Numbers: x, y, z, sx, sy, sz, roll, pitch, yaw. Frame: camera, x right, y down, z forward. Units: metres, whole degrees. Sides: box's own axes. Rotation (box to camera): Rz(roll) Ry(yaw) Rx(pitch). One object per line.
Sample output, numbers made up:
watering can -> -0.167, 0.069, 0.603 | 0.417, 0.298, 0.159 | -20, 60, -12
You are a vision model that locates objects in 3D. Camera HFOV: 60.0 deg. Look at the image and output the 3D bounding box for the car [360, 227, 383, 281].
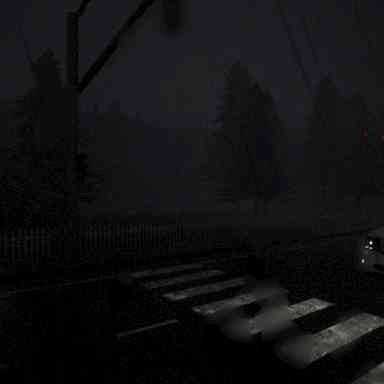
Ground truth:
car -> 6.753, 1.226, 8.796 | 5.566, 2.045, 2.150 | 0, 0, -35
